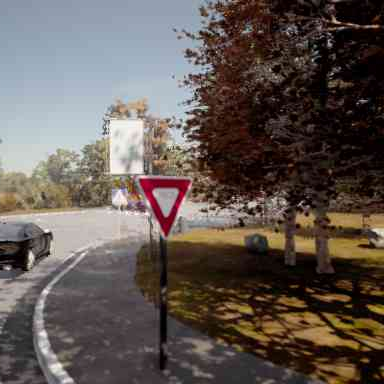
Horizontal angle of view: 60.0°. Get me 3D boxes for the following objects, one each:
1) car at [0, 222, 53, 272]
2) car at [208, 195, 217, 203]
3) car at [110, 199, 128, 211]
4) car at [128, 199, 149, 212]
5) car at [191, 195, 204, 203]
[{"bbox_3d":[-6.298,1.781,11.749,1.882,1.535,5.008,0,-1,-11],"label":"car"},{"bbox_3d":[4.612,1.085,55.563,1.837,1.490,4.892,1,3,41],"label":"car"},{"bbox_3d":[-8.551,1.713,45.802,2.033,1.411,5.357,1,3,41],"label":"car"},{"bbox_3d":[-5.652,1.790,43.803,1.895,1.301,4.718,1,2,41],"label":"car"},{"bbox_3d":[1.842,1.032,57.697,1.882,1.535,5.008,1,3,41],"label":"car"}]
